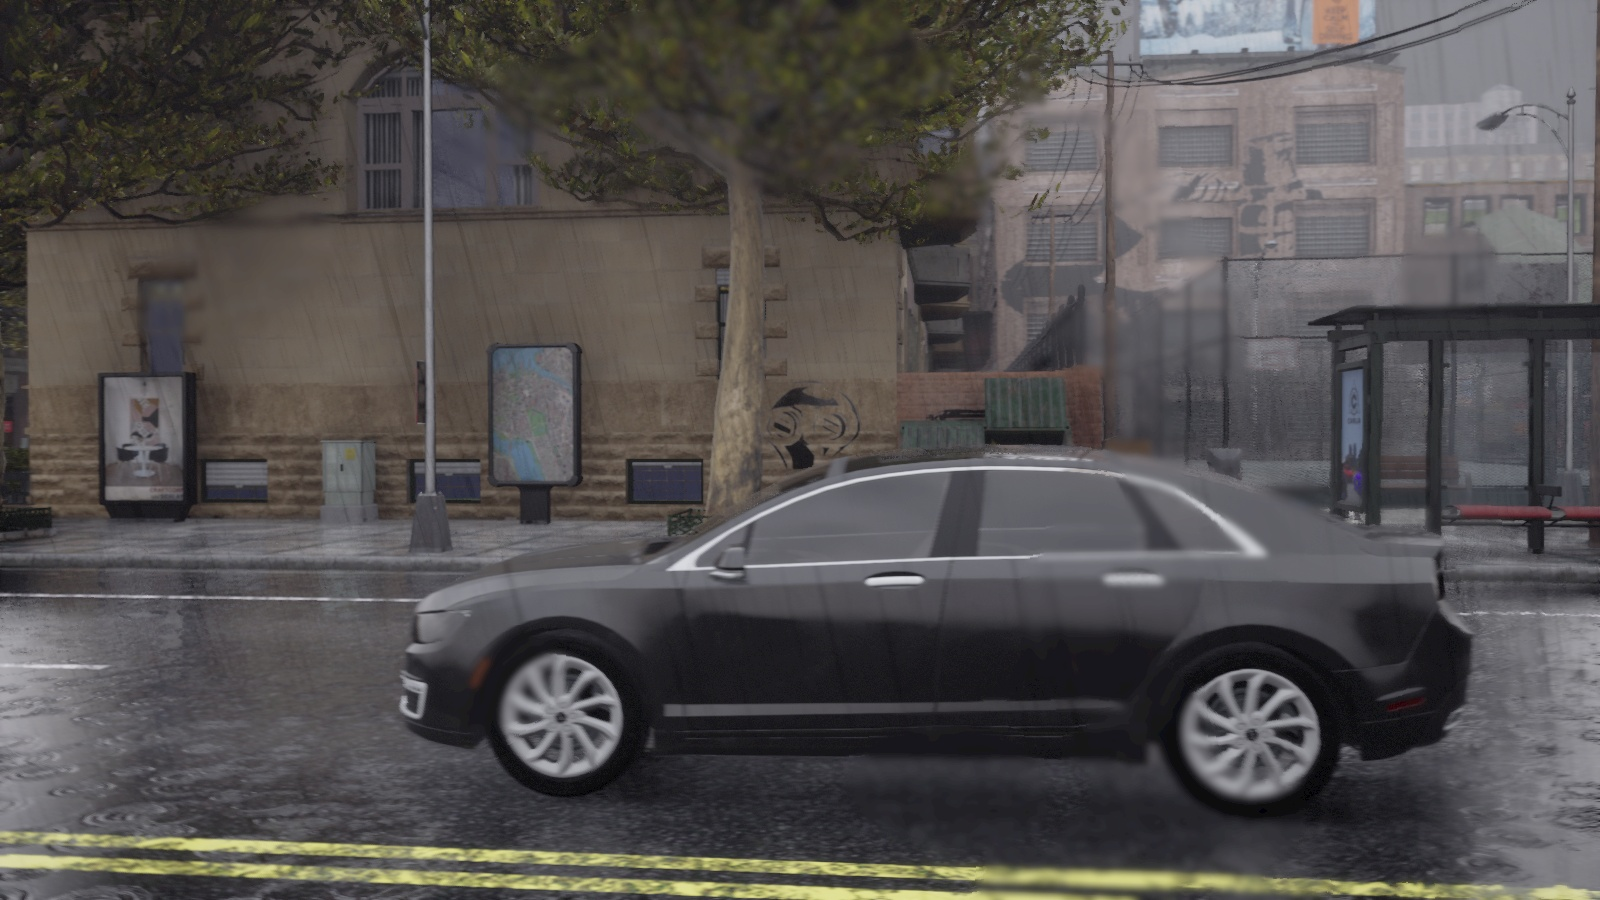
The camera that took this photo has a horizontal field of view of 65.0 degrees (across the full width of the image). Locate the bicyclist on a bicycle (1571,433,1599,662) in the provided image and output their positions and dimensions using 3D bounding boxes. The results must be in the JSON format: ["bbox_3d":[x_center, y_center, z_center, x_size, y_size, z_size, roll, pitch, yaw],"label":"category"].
[{"bbox_3d":[6.503,0.691,8.918,1.656,1.620,0.582,0,1,7],"label":"bicyclist on a bicycle"}]

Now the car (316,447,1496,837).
[{"bbox_3d":[0.409,0.752,6.141,4.892,1.490,1.837,0,1,7],"label":"car"}]
